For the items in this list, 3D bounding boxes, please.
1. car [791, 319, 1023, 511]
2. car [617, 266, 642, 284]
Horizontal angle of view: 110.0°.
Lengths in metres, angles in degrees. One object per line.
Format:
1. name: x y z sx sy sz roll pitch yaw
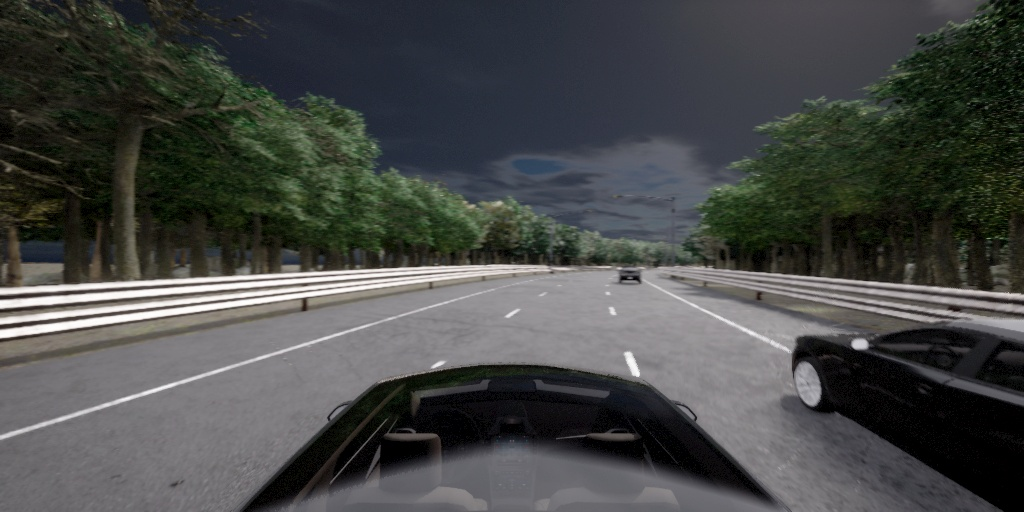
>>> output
1. car: 4.504 1.274 3.012 1.882 1.535 5.008 0 0 12
2. car: 10.513 1.655 32.178 1.837 1.490 4.892 0 -2 16
